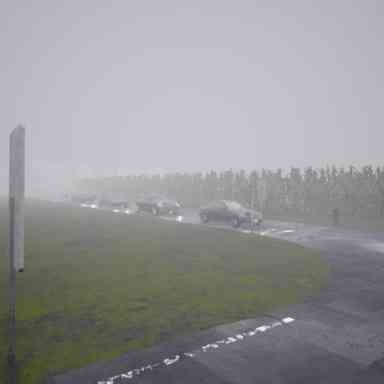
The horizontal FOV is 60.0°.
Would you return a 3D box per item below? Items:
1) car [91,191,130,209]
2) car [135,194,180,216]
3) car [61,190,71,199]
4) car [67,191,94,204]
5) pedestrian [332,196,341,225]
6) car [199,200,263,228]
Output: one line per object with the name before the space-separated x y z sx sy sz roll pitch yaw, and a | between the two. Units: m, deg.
car | -8.497 0.962 35.293 2.033 1.411 5.357 1 1 -36
car | -2.902 0.936 27.508 2.097 1.767 4.553 1 1 -36
car | -21.716 0.470 58.702 2.128 1.511 4.902 1 1 -36
car | -14.405 0.839 43.557 1.895 1.301 4.718 1 1 -35
pedestrian | 9.109 1.144 21.040 0.375 1.860 0.375 2 -1 -36
car | 2.224 1.266 20.318 1.812 1.442 4.674 1 1 -34
